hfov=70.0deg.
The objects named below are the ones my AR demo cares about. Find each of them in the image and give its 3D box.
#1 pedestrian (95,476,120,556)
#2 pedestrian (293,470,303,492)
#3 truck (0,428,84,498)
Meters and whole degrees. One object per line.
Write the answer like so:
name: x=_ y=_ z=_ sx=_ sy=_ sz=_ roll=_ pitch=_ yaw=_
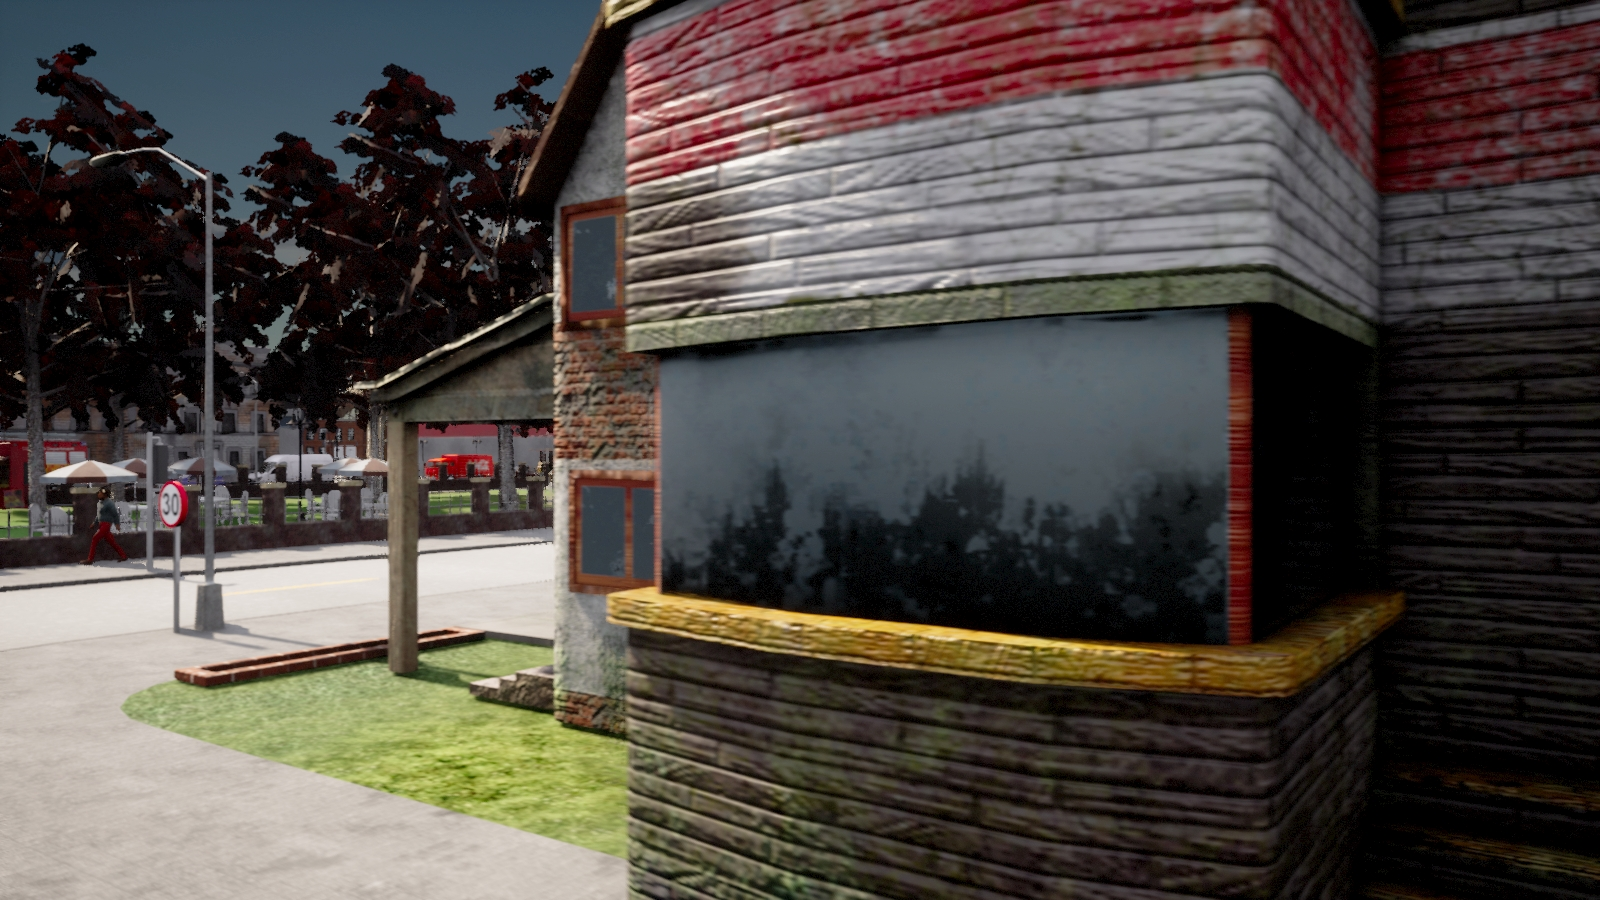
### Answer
pedestrian: x=-16.318 y=1.539 z=26.919 sx=0.375 sy=1.860 sz=0.375 roll=0 pitch=0 yaw=36
pedestrian: x=-30.356 y=1.853 z=69.102 sx=0.375 sy=1.300 sz=0.375 roll=0 pitch=0 yaw=35
truck: x=-45.161 y=0.724 z=63.642 sx=2.891 sy=3.827 sz=8.468 roll=0 pitch=0 yaw=35
